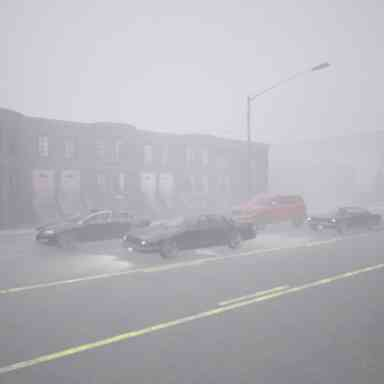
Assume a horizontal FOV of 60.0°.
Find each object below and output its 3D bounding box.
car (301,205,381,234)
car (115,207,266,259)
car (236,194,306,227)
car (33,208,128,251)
[{"bbox_3d":[8.494,1.503,18.578,4.718,1.301,1.895,0,0,-35],"label":"car"},{"bbox_3d":[0.109,1.507,12.660,5.357,1.411,2.033,0,0,-36],"label":"car"},{"bbox_3d":[4.679,1.135,20.168,5.566,2.045,2.150,0,0,-35],"label":"car"},{"bbox_3d":[-3.985,1.463,14.040,4.902,1.511,2.128,0,0,-35],"label":"car"}]
